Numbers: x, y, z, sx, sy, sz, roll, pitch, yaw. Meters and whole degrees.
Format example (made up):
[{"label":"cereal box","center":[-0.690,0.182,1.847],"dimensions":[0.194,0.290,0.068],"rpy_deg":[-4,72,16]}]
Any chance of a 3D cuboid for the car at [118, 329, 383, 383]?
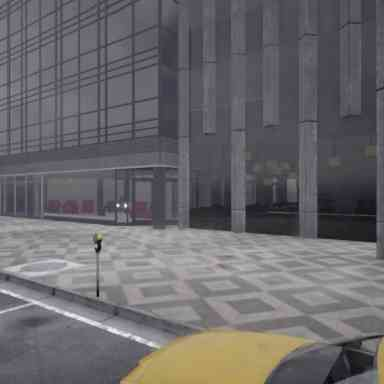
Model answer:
[{"label":"car","center":[1.520,1.525,1.996],"dimensions":[4.829,1.417,1.752],"rpy_deg":[0,0,36]}]
